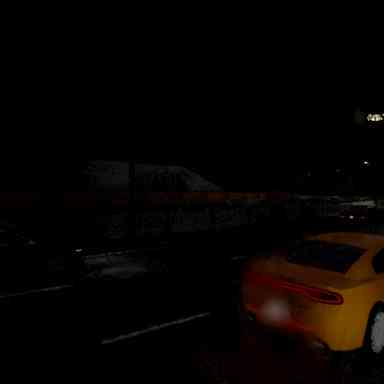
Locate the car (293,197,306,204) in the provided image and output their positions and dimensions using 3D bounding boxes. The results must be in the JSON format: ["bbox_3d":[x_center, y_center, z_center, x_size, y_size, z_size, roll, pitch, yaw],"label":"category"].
[{"bbox_3d":[22.621,1.834,70.121,2.128,1.511,4.902,0,0,31],"label":"car"}]

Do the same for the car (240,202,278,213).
[{"bbox_3d":[7.151,1.730,33.251,1.994,1.385,4.181,0,0,45],"label":"car"}]

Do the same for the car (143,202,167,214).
[{"bbox_3d":[-3.153,1.816,37.844,4.718,1.301,1.895,0,0,-43],"label":"car"}]

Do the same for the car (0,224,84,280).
[{"bbox_3d":[-5.330,1.567,8.593,4.892,1.490,1.837,0,0,-36],"label":"car"}]

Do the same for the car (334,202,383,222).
[{"bbox_3d":[11.877,1.645,22.754,5.357,1.411,2.033,0,0,-44],"label":"car"}]

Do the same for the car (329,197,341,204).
[{"bbox_3d":[28.531,1.801,66.359,2.128,1.511,4.902,0,0,31],"label":"car"}]

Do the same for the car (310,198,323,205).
[{"bbox_3d":[25.472,1.847,68.060,1.994,1.385,4.181,0,0,31],"label":"car"}]

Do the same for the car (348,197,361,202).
[{"bbox_3d":[32.216,1.728,65.748,1.994,1.385,4.181,0,0,31],"label":"car"}]

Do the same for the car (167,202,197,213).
[{"bbox_3d":[0.218,1.746,36.211,5.357,1.411,2.033,0,0,-44],"label":"car"}]

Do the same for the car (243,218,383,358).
[{"bbox_3d":[3.128,1.506,6.167,5.008,1.535,1.882,0,0,-38],"label":"car"}]

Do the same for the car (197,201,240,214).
[{"bbox_3d":[3.252,1.674,34.325,4.902,1.511,2.128,0,-1,-44],"label":"car"}]
